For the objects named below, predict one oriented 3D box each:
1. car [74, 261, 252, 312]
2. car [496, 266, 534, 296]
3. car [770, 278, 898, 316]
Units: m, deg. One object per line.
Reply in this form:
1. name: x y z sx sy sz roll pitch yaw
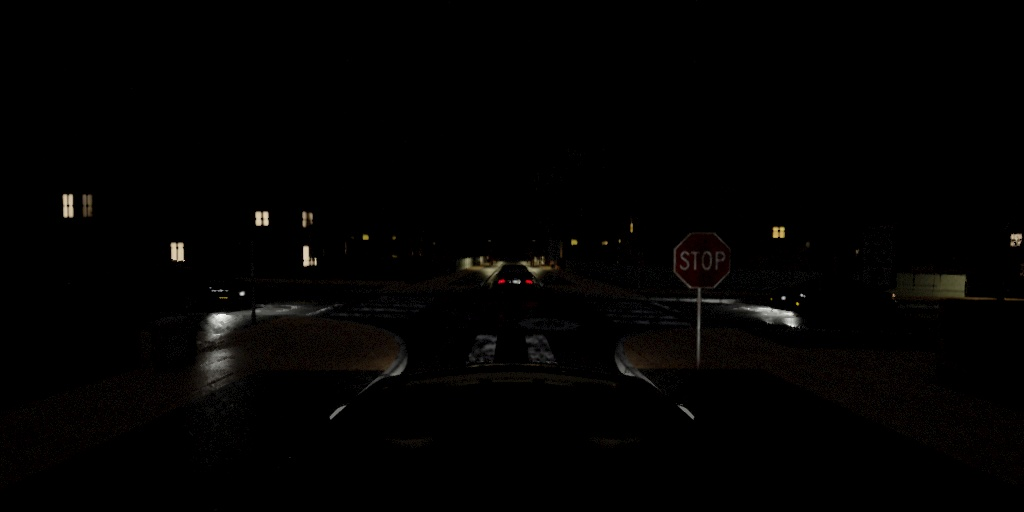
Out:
1. car: -11.426 0.941 11.943 4.892 1.490 1.837 2 1 0
2. car: 0.129 1.202 18.524 2.033 1.411 5.357 1 0 0
3. car: 13.390 1.640 15.051 4.181 1.385 1.994 2 1 0
